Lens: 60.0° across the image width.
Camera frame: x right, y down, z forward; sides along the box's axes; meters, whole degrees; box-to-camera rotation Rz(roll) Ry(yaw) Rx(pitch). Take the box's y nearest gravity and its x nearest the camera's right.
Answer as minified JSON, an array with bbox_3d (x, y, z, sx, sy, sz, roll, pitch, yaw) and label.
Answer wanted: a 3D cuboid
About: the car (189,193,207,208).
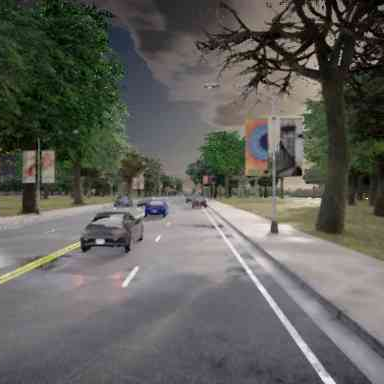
[{"bbox_3d":[1.032,1.347,47.408,2.097,1.767,4.553,0,0,0],"label":"car"}]

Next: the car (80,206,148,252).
[{"bbox_3d":[-3.145,1.531,13.704,1.812,1.442,4.674,0,0,0],"label":"car"}]

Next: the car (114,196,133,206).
[{"bbox_3d":[-9.935,1.349,48.341,2.097,1.767,4.553,0,0,0],"label":"car"}]

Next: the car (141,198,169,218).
[{"bbox_3d":[-3.198,1.482,30.779,1.882,1.535,5.008,0,0,0],"label":"car"}]

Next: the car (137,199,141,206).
[{"bbox_3d":[-6.683,1.543,48.081,2.033,1.411,5.357,0,0,0],"label":"car"}]

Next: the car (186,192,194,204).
[{"bbox_3d":[-0.164,1.344,64.824,2.097,1.767,4.553,0,0,0],"label":"car"}]

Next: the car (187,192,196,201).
[{"bbox_3d":[-0.229,1.099,82.869,2.150,2.045,5.566,0,0,0],"label":"car"}]
